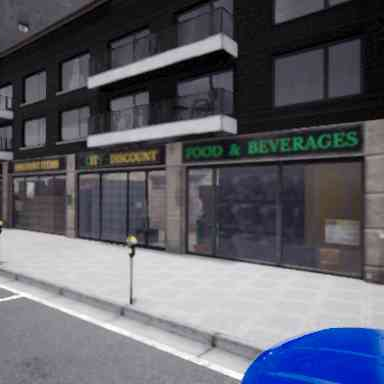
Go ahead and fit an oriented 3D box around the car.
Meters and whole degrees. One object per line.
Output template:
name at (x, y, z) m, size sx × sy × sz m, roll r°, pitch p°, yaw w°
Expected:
car at (2.570, 1.495, 1.493) m, size 5.008 × 1.535 × 1.882 m, roll 0°, pitch 0°, yaw 37°
